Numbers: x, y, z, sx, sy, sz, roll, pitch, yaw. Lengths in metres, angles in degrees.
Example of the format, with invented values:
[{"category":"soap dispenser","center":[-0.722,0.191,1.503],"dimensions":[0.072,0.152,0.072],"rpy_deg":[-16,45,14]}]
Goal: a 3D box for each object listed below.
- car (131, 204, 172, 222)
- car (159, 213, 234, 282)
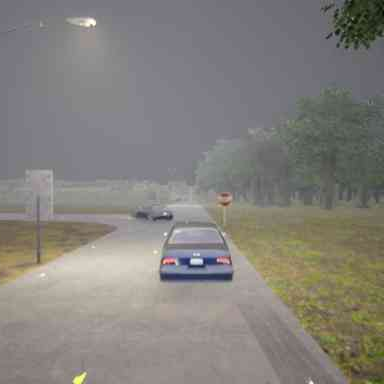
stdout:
[{"category":"car","center":[-3.436,1.694,28.000],"dimensions":[1.994,1.385,4.181],"rpy_deg":[0,0,-39]},{"category":"car","center":[0.093,1.591,9.846],"dimensions":[2.033,1.411,5.357],"rpy_deg":[0,0,0]}]
